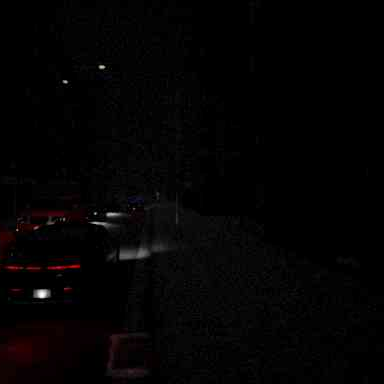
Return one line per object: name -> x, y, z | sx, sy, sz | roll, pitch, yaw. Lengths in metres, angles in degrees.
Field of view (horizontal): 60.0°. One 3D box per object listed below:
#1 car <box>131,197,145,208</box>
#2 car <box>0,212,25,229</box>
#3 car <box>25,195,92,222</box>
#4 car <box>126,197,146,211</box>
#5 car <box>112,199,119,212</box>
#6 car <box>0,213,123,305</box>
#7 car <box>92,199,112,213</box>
car -> -7.840, 1.442, 48.648 | 1.812, 1.442, 4.674 | 0, 0, -7
car -> -5.583, 1.318, 7.124 | 2.097, 1.767, 4.553 | 0, 0, -8
car -> -6.786, 1.169, 16.678 | 2.150, 2.045, 5.566 | 0, 0, -7
car -> -6.553, 1.528, 38.542 | 1.895, 1.301, 4.718 | 0, 0, -6
car -> -9.225, 1.459, 36.883 | 2.033, 1.411, 5.357 | 0, 0, -7
car -> -2.860, 1.485, 8.093 | 1.837, 1.490, 4.892 | 0, 0, -7
car -> -8.033, 1.477, 26.854 | 2.033, 1.411, 5.357 | 0, 0, -7
